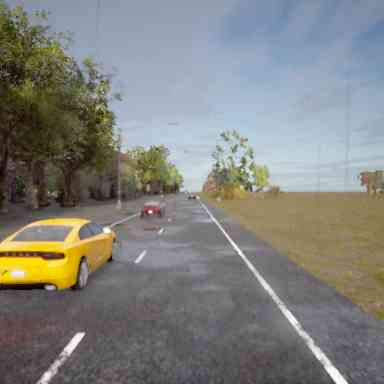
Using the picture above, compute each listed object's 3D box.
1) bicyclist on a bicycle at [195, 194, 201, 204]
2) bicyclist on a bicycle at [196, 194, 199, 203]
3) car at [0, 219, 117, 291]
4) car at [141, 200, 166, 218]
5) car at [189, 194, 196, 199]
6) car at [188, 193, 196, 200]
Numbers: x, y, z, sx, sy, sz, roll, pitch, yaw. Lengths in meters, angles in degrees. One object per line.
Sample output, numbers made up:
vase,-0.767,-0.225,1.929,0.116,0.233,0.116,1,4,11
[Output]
bicyclist on a bicycle,0.983,1.280,53.384,0.866,1.612,1.509,0,0,0
bicyclist on a bicycle,0.989,1.272,61.625,0.582,1.620,1.656,0,0,0
car,-3.398,1.451,8.988,1.882,1.535,5.008,0,0,0
car,-3.390,1.439,29.405,1.812,1.442,4.674,0,0,0
car,0.039,1.139,94.705,1.994,1.385,4.181,0,0,0
car,0.033,1.092,79.995,2.097,1.767,4.553,0,0,0
